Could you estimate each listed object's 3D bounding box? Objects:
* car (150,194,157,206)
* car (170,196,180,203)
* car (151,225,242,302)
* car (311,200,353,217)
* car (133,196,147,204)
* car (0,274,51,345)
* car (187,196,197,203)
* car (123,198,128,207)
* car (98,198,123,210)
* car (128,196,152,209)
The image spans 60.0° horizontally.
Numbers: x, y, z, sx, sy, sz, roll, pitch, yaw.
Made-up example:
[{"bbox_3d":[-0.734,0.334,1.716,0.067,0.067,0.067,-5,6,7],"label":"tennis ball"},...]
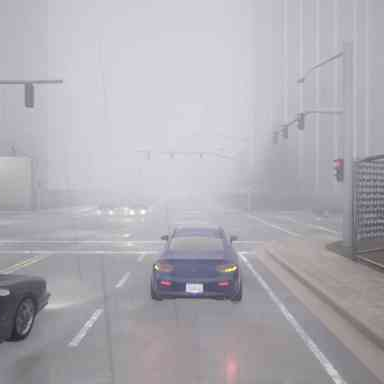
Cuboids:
[{"bbox_3d":[-7.067,1.490,54.792,2.128,1.511,4.902,0,0,0],"label":"car"},{"bbox_3d":[-3.477,1.546,66.876,2.033,1.411,5.357,0,0,0],"label":"car"},{"bbox_3d":[0.161,1.526,8.149,1.812,1.442,4.674,0,0,3],"label":"car"},{"bbox_3d":[13.277,1.422,29.702,5.008,1.535,1.882,0,0,0],"label":"car"},{"bbox_3d":[-10.477,1.602,67.131,2.033,1.411,5.357,0,0,0],"label":"car"},{"bbox_3d":[-3.442,1.547,3.429,2.033,1.411,5.357,0,0,1],"label":"car"},{"bbox_3d":[0.023,1.546,66.875,2.033,1.411,5.357,0,0,0],"label":"car"},{"bbox_3d":[-10.574,1.600,51.821,1.895,1.301,4.718,0,0,0],"label":"car"},{"bbox_3d":[-10.585,1.525,42.655,1.812,1.442,4.674,0,0,0],"label":"car"},{"bbox_3d":[-7.083,1.600,45.463,1.895,1.301,4.718,0,0,0],"label":"car"}]
